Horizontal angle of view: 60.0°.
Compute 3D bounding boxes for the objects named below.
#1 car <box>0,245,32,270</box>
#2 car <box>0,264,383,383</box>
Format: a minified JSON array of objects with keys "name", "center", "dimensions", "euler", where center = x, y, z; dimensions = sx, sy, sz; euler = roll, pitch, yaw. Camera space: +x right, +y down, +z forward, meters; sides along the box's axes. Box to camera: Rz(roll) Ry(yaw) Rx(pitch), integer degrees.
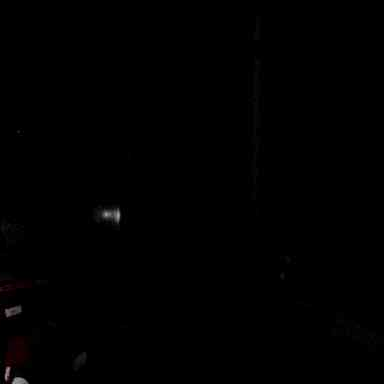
[{"name":"car","center":[-4.363,1.584,6.067],"dimensions":[4.507,1.381,1.887],"euler":[0,1,36]},{"name":"car","center":[0.116,1.553,2.867],"dimensions":[4.507,1.381,1.887],"euler":[0,1,36]}]
